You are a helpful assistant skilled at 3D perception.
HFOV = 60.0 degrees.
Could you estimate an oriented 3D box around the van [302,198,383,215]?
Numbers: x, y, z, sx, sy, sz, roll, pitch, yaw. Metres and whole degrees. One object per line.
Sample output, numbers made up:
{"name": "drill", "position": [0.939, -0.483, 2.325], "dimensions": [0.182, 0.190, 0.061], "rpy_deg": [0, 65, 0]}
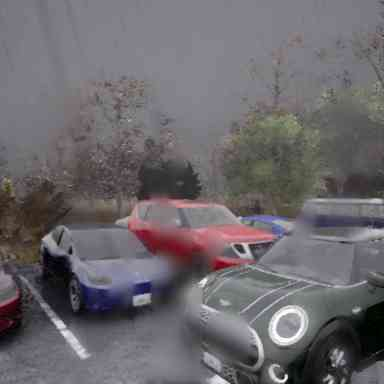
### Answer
{"name": "van", "position": [7.087, 1.283, 14.495], "dimensions": [1.878, 1.987, 4.442], "rpy_deg": [-1, 0, -35]}

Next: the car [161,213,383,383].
{"name": "car", "position": [2.074, 1.385, 5.155], "dimensions": [4.553, 1.767, 2.097], "rpy_deg": [0, 0, -35]}

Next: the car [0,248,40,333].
{"name": "car", "position": [-4.579, 1.508, 6.293], "dimensions": [2.163, 1.488, 4.792], "rpy_deg": [1, 0, -35]}

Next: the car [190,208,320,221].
{"name": "car", "position": [2.315, 1.536, 11.235], "dimensions": [2.097, 1.535, 5.008], "rpy_deg": [1, 0, -35]}

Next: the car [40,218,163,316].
{"name": "car", "position": [-2.279, 1.528, 7.932], "dimensions": [2.163, 1.488, 4.792], "rpy_deg": [1, 0, -35]}
